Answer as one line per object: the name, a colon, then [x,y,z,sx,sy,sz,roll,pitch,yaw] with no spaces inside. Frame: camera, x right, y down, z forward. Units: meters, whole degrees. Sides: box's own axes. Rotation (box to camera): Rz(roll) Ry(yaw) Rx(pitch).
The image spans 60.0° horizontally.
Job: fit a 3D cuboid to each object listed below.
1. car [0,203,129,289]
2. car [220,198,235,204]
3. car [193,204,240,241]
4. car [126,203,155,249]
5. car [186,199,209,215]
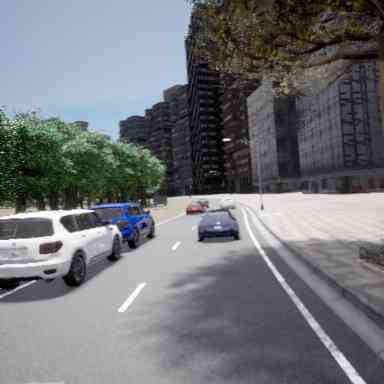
car: [-3.987,1.571,10.592,2.150,2.045,5.566,-4,0,5]
car: [4.753,1.500,44.424,1.812,1.442,4.674,-4,0,5]
car: [1.395,1.584,17.131,1.994,1.385,4.181,-4,0,6]
car: [-3.409,1.571,16.549,2.150,2.045,5.566,-4,0,6]
car: [0.472,1.788,38.040,1.994,1.385,4.181,-4,0,7]
